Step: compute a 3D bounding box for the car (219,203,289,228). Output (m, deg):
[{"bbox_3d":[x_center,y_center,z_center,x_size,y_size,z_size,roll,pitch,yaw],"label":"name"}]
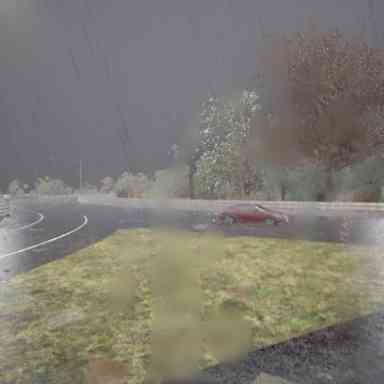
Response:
[{"bbox_3d":[4.012,1.487,22.103,4.674,1.442,1.812,0,0,33],"label":"car"}]
